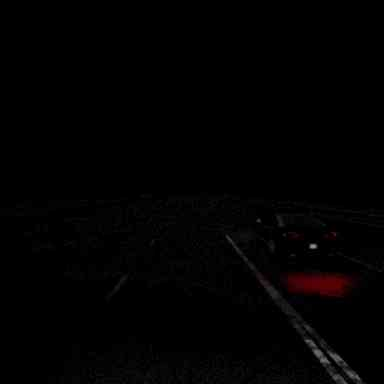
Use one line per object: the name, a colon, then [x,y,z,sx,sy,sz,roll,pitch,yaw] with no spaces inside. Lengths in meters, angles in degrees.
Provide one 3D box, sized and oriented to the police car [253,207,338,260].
police car: [3.563,1.400,12.437,1.930,1.638,5.238,0,0,-1]
